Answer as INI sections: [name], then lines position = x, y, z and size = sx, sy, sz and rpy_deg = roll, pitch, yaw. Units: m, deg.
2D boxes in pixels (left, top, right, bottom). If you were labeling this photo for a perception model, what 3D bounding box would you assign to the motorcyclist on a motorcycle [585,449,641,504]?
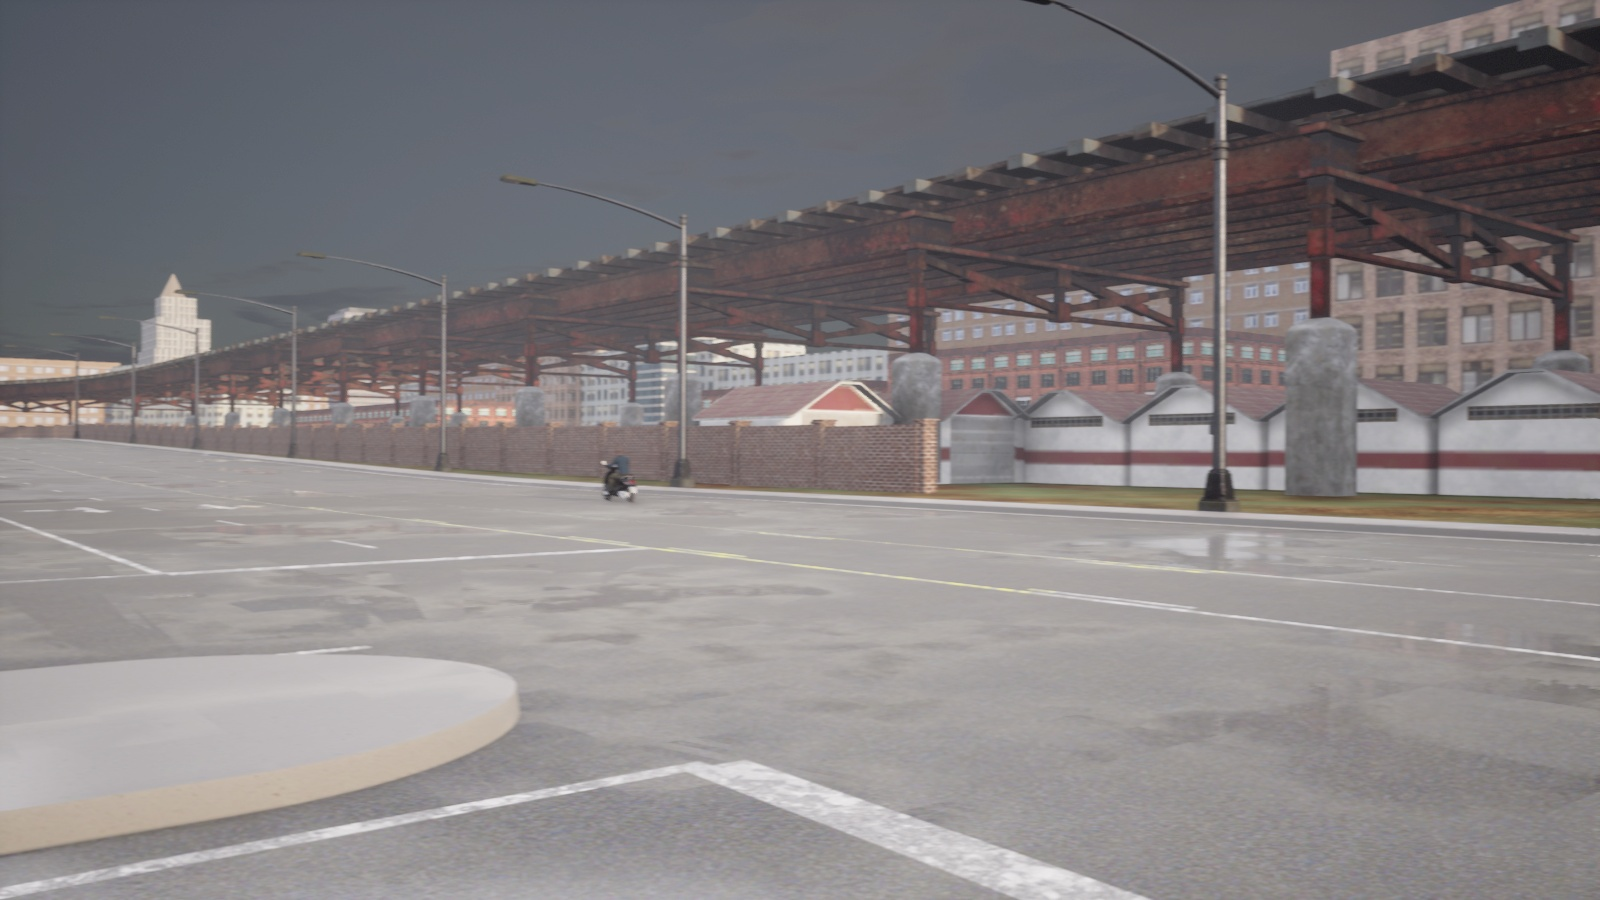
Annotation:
[motorcyclist on a motorcycle]
position = -5.597, 0.780, 37.493
size = 0.866, 1.590, 1.817
rpy_deg = 0, 0, -39
